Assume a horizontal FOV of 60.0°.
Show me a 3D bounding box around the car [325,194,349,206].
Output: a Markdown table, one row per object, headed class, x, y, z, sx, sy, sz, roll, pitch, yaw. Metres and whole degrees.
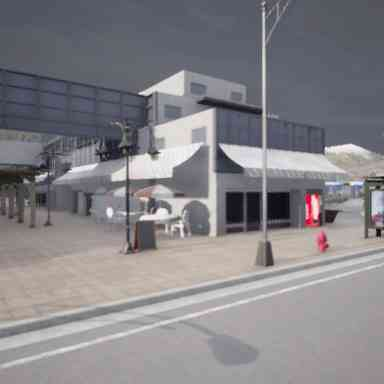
| class | x | y | z | sx | sy | sz | roll | pitch | yaw |
| --- | --- | --- | --- | --- | --- | --- | --- | --- | --- |
| car | 21.072 | 1.177 | 50.173 | 5.027 | 1.636 | 2.152 | 0 | 0 | -36 |
